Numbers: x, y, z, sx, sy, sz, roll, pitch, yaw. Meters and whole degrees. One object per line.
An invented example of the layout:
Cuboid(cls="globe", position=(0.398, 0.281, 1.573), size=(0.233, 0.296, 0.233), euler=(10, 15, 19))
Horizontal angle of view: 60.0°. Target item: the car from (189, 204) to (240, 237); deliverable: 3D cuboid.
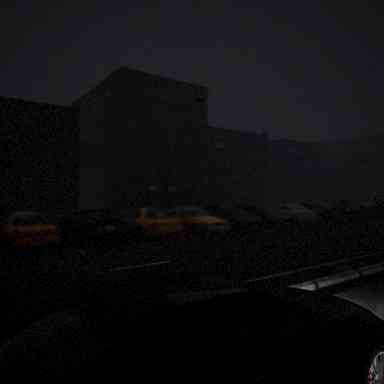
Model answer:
Cuboid(cls="car", position=(-0.061, 1.482, 18.524), size=(1.946, 1.575, 5.366), euler=(0, 0, -36))

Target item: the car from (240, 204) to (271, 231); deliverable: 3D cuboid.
Cuboid(cls="car", position=(2.090, 1.519, 20.257), size=(2.163, 1.488, 4.792), euler=(0, 0, -36))

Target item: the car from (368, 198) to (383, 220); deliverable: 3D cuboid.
Cuboid(cls="car", position=(13.284, 1.531, 28.302), size=(2.097, 1.535, 5.008), euler=(0, 0, -36))

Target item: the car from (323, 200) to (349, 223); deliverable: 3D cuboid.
Cuboid(cls="car", position=(8.781, 1.540, 25.120), size=(2.163, 1.488, 4.792), euler=(0, 0, -36))

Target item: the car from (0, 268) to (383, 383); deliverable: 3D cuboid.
Cuboid(cls="car", position=(0.145, 1.527, 3.235), size=(4.674, 1.442, 1.812), euler=(0, 0, -35))

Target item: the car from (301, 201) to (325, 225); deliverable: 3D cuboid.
Cuboid(cls="car", position=(6.528, 1.543, 23.467), size=(2.002, 1.452, 4.674), euler=(0, 0, -36))

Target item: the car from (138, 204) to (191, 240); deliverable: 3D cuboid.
Cuboid(cls="car", position=(-2.523, 1.478, 17.216), size=(1.946, 1.575, 5.366), euler=(0, 0, -36))

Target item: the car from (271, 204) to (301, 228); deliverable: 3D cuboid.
Cuboid(cls="car", position=(4.330, 1.525, 21.861), size=(2.163, 1.488, 4.792), euler=(0, 0, -36))

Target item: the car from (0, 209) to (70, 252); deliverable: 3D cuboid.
Cuboid(cls="car", position=(-7.001, 1.474, 13.997), size=(1.946, 1.575, 5.366), euler=(0, 0, -36))

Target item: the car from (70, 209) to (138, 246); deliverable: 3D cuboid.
Cuboid(cls="car", position=(-4.670, 1.509, 15.480), size=(2.163, 1.488, 4.792), euler=(0, 0, -36))

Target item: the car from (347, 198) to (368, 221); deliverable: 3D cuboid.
Cuboid(cls="car", position=(11.058, 1.395, 26.676), size=(2.185, 1.767, 4.553), euler=(0, 0, -36))

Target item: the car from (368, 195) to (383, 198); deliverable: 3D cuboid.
Cuboid(cls="car", position=(17.749, 1.306, 31.540), size=(2.435, 2.045, 5.566), euler=(0, 0, -36))
